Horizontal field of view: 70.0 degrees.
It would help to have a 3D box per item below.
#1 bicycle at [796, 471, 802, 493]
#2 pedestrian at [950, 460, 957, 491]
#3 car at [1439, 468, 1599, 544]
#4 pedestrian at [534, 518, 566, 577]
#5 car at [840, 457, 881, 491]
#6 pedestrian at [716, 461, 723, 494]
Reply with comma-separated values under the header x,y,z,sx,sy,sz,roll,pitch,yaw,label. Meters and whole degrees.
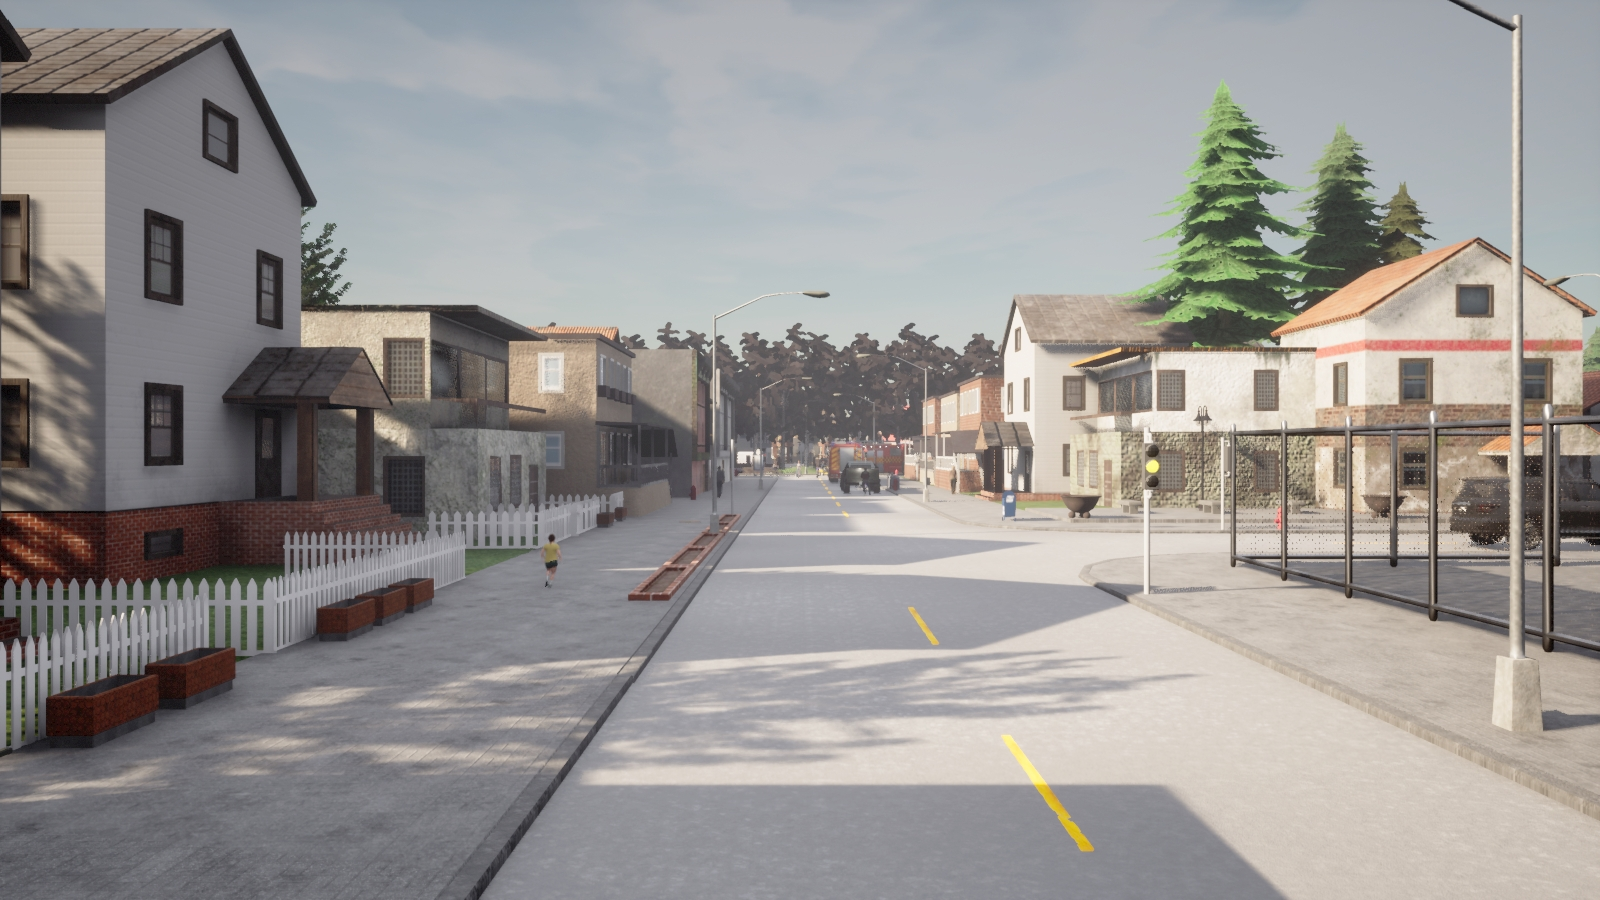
x,y,z,sx,sy,sz,roll,pitch,yaw,label
-0.067,1.940,69.737,0.329,1.271,1.835,0,0,0,bicycle
9.127,1.524,67.758,0.375,1.860,0.375,0,0,0,pedestrian
21.576,1.559,32.499,5.566,2.045,2.150,0,0,1,car
-4.888,1.905,22.341,0.500,1.100,0.500,0,0,4,pedestrian
3.979,1.534,75.783,2.390,2.098,6.274,0,0,0,car
-4.502,1.524,63.833,0.375,1.860,0.375,0,0,4,pedestrian
